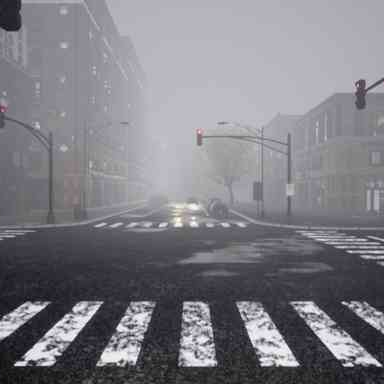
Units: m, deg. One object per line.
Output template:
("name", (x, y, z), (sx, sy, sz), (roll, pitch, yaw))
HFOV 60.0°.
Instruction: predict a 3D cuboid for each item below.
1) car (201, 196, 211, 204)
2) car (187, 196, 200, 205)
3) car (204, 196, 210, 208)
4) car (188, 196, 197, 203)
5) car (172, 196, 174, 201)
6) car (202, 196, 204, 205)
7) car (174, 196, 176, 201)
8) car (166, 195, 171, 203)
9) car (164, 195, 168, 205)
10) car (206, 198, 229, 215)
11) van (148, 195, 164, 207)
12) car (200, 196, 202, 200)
("car", (2.773, 1.528, 67.760), (1.967, 1.590, 4.097), (0, 0, 0))
("car", (0.076, 1.548, 60.355), (1.882, 1.535, 5.008), (0, 0, 0))
("car", (2.738, 1.474, 39.276), (1.967, 1.590, 4.097), (0, 0, 0))
("car", (0.089, 1.532, 70.772), (1.812, 1.442, 4.674), (0, 0, 0))
("car", (-5.600, 1.654, 73.468), (2.008, 1.369, 4.403), (0, 0, 0))
("car", (2.745, 1.482, 44.972), (1.967, 1.590, 4.097), (0, 0, 0))
("car", (-5.580, 1.676, 90.389), (1.752, 1.417, 4.829), (0, 0, 0))
("car", (-5.615, 1.390, 62.075), (2.192, 1.841, 5.009), (0, 0, 0))
("car", (-5.621, 1.644, 56.378), (1.802, 1.307, 4.206), (0, 0, 0))
("car", (2.731, 1.576, 33.579), (2.008, 1.369, 4.403), (0, 0, 0))
("van", (-5.629, 1.393, 50.681), (1.690, 1.788, 3.998), (0, 0, 0))
("car", (2.766, 1.625, 62.063), (2.008, 1.369, 4.403), (0, 0, 0))
